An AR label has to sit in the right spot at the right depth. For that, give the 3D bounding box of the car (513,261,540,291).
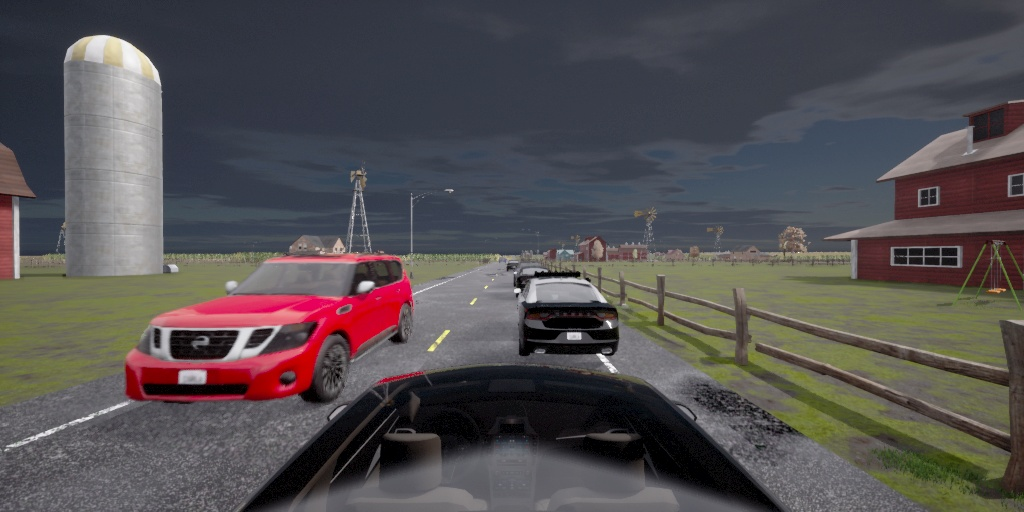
[{"bbox_3d":[1.123,1.231,18.646,1.882,1.535,5.008,0,0,0],"label":"car"}]

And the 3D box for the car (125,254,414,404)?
[{"bbox_3d":[-3.476,0.971,6.677,2.150,2.045,5.566,0,0,0],"label":"car"}]

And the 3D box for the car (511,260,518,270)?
[{"bbox_3d":[1.147,1.109,24.617,2.097,1.767,4.553,0,0,0],"label":"car"}]

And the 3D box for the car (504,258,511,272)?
[{"bbox_3d":[0.249,1.267,48.300,1.882,1.535,5.008,0,0,0],"label":"car"}]

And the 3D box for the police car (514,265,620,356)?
[{"bbox_3d":[1.082,1.175,8.755,1.930,1.638,5.238,0,0,0],"label":"police car"}]
